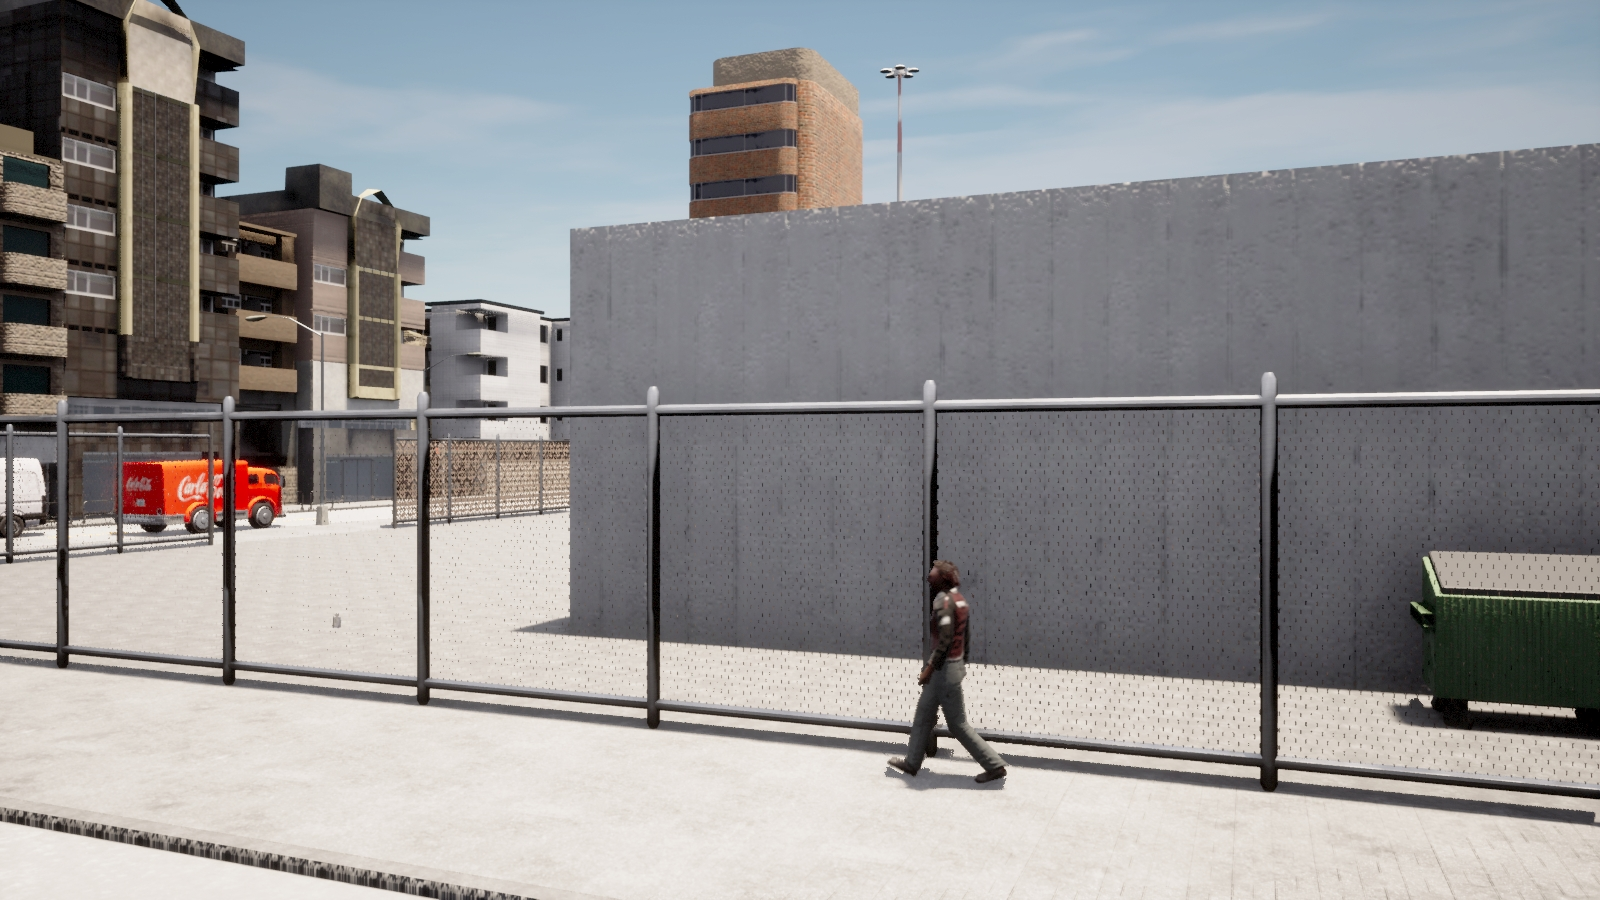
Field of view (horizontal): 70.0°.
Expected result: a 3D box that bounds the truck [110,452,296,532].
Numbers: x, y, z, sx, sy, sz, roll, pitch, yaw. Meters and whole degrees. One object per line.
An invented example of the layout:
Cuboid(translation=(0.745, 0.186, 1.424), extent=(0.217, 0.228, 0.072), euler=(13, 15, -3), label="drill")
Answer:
Cuboid(translation=(-20.487, 1.360, 39.522), extent=(2.627, 2.467, 5.204), euler=(0, 1, 23), label="truck")

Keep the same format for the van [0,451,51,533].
Cuboid(translation=(-26.517, 1.314, 35.024), extent=(1.988, 2.561, 5.915), euler=(0, 0, 21), label="van")

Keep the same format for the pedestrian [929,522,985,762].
Cuboid(translation=(1.271, 1.524, 9.232), extent=(0.375, 1.860, 0.375), euler=(0, 0, 21), label="pedestrian")
